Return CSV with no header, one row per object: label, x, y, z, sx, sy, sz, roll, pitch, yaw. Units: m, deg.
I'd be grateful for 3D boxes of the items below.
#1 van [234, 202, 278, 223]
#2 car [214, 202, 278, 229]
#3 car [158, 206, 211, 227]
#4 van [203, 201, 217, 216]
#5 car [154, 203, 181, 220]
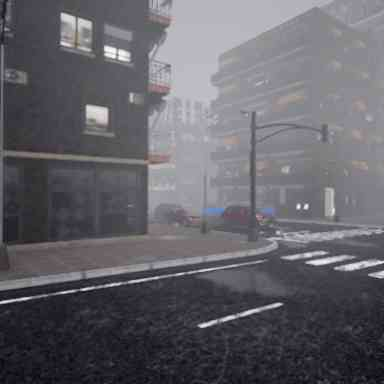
van,6.034,1.849,31.760,1.690,1.788,3.998,0,0,-36
car,4.121,1.760,24.620,2.097,1.767,4.553,0,-1,-37
car,-0.713,2.033,26.850,1.802,1.307,4.206,0,-1,-36
van,2.724,1.922,36.279,1.690,1.788,3.998,0,0,-36
car,-1.875,1.892,32.781,2.097,1.767,4.553,0,-1,-36
